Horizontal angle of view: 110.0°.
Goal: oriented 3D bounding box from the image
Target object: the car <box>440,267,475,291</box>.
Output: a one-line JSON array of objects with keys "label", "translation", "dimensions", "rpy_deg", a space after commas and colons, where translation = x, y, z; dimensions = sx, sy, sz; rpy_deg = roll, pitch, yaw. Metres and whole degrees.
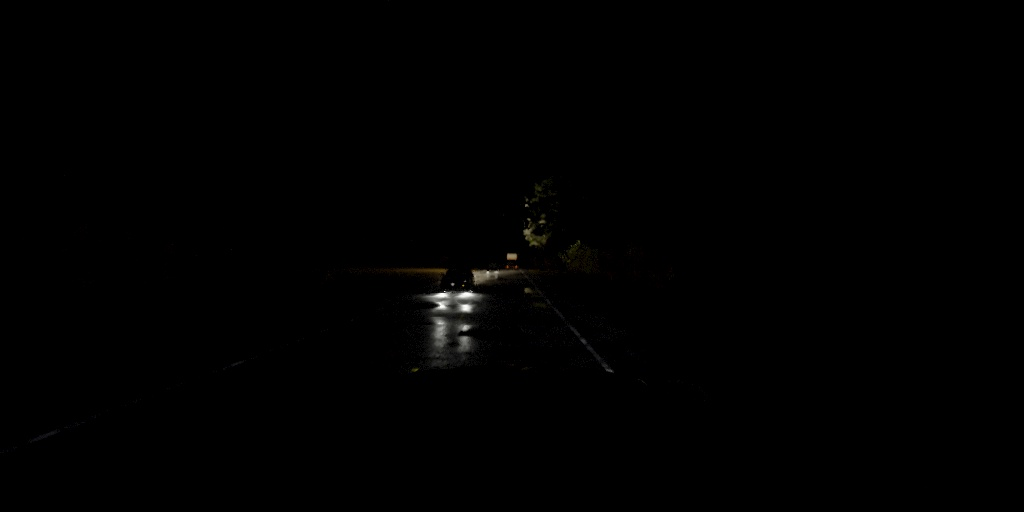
[{"label": "car", "translation": [-3.605, 1.519, 24.213], "dimensions": [1.837, 1.490, 4.892], "rpy_deg": [0, -1, 0]}]

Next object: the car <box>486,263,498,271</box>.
[{"label": "car", "translation": [-3.533, 2.019, 64.949], "dimensions": [1.837, 1.490, 4.892], "rpy_deg": [0, -1, 0]}]
